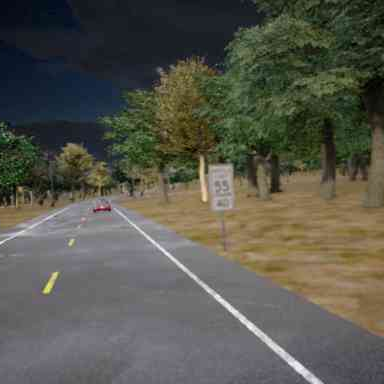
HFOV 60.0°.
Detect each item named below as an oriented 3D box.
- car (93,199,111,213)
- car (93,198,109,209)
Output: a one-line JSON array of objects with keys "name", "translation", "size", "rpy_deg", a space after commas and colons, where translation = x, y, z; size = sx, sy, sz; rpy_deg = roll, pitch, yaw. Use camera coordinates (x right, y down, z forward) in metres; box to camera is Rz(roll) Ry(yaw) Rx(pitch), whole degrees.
[{"name": "car", "translation": [-10.533, 1.630, 38.932], "size": [1.994, 1.385, 4.181], "rpy_deg": [-3, 1, -15]}, {"name": "car", "translation": [-13.235, 1.678, 48.296], "size": [1.994, 1.385, 4.181], "rpy_deg": [-3, 1, -15]}]
